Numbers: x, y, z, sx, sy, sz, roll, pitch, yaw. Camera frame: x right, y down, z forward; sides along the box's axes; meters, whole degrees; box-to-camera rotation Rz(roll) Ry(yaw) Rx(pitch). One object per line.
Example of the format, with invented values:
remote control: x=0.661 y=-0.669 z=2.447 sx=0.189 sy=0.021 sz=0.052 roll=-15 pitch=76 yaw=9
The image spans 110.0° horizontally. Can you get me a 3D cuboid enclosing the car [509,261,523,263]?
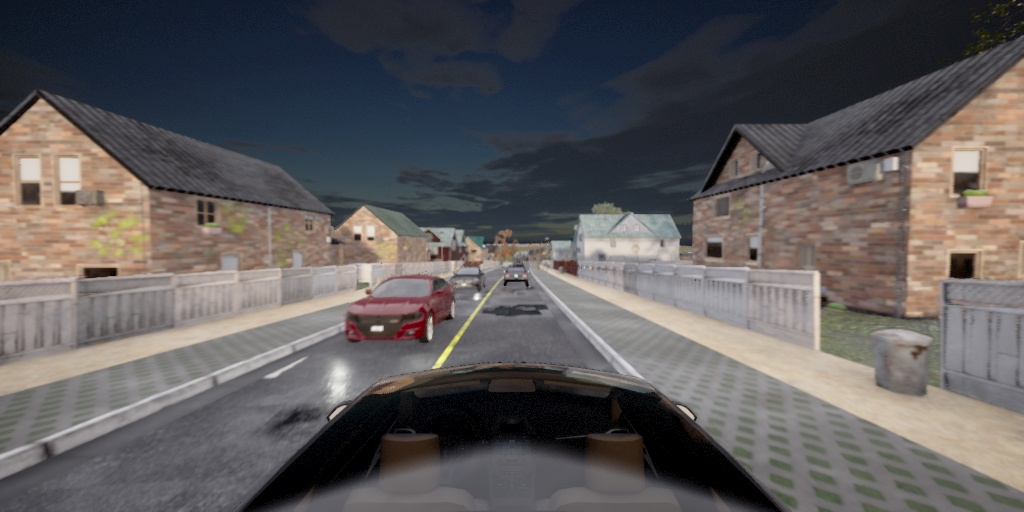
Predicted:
car: x=0.905 y=1.580 z=50.638 sx=1.837 sy=1.490 sz=4.892 roll=0 pitch=-1 yaw=2

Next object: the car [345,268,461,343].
car: x=-2.812 y=1.262 z=10.026 sx=1.882 sy=1.535 sz=5.008 roll=0 pitch=0 yaw=0

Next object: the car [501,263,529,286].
car: x=0.327 y=1.438 z=27.205 sx=2.033 sy=1.411 sz=5.357 roll=0 pitch=0 yaw=1

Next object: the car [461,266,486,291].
car: x=-2.679 y=1.382 z=22.753 sx=1.812 sy=1.442 sz=4.674 roll=0 pitch=0 yaw=1
